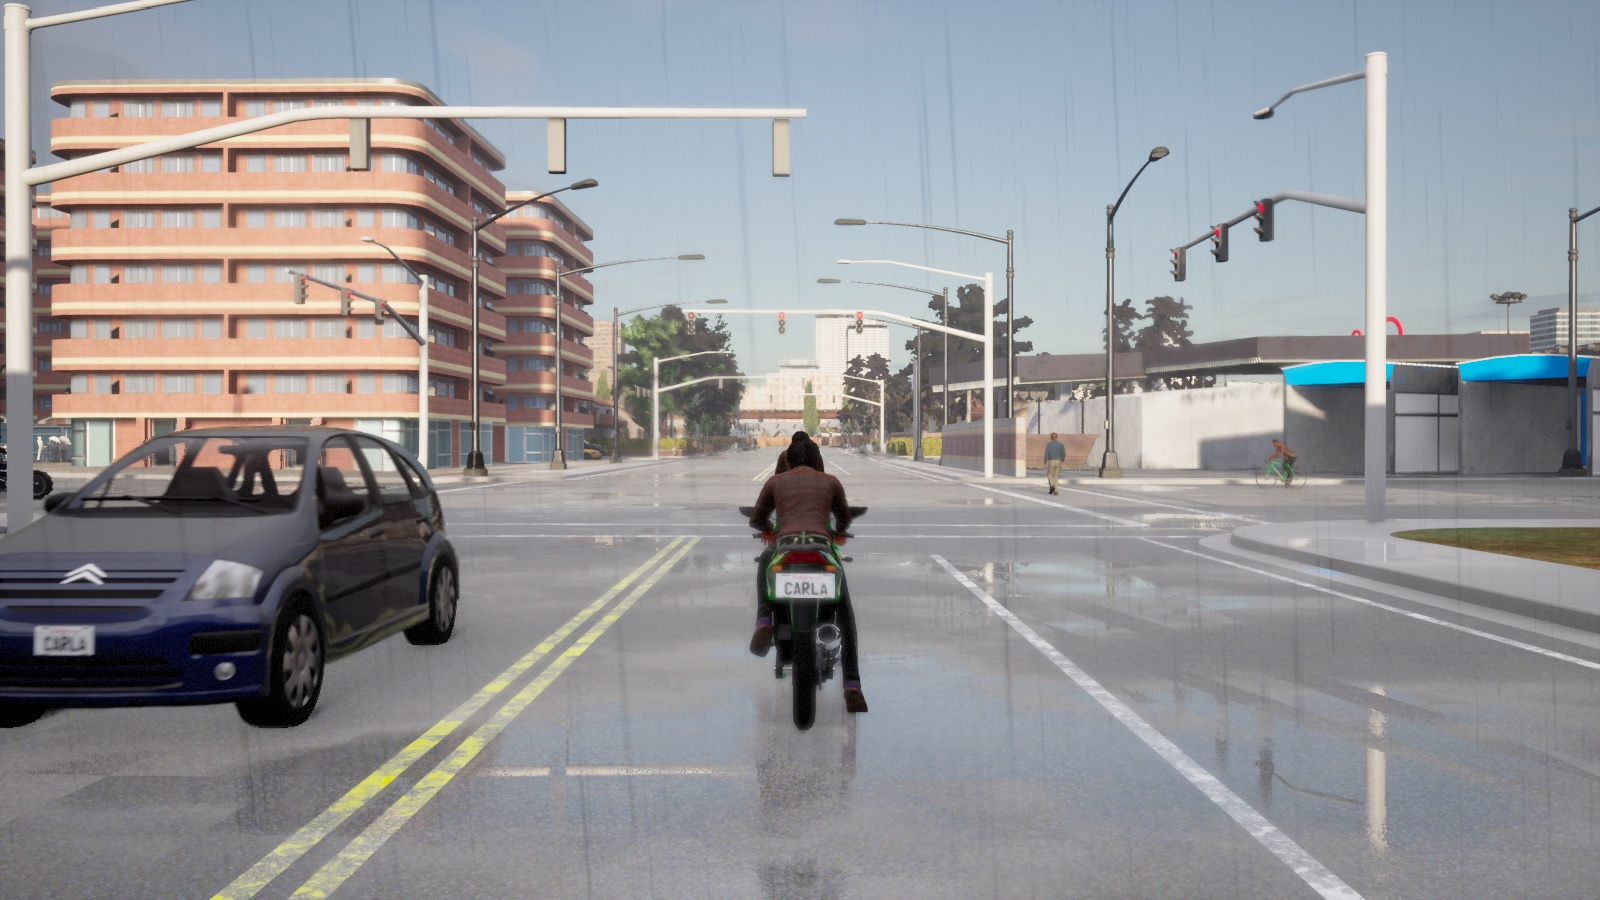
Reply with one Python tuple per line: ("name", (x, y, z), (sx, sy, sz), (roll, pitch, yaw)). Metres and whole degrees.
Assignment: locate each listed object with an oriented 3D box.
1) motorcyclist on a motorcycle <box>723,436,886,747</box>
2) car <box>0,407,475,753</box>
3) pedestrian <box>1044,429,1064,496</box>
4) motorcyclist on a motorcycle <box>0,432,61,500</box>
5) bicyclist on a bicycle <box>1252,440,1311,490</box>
("motorcyclist on a motorcycle", (0.020, 0.688, 7.183), (0.797, 1.523, 2.044), (0, 0, 0))
("car", (-3.480, 0.597, 7.858), (1.851, 1.617, 3.988), (0, 0, 0))
("pedestrian", (7.112, 0.343, 35.201), (0.370, 1.835, 0.726), (0, 0, -2))
("motorcyclist on a motorcycle", (-19.896, 0.381, 31.414), (2.350, 1.649, 0.766), (1, 0, 0))
("bicyclist on a bicycle", (15.563, 0.483, 40.608), (1.656, 1.620, 0.582), (0, 0, 1))
